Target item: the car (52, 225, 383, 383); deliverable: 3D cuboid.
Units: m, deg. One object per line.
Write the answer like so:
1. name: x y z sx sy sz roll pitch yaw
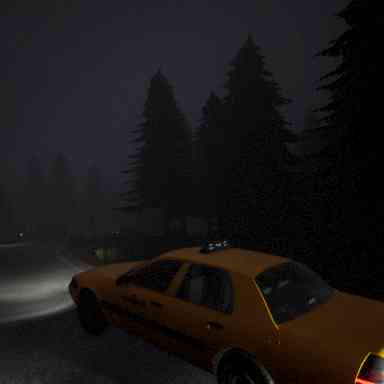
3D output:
1. car: 0.121 1.441 4.753 5.366 1.575 1.801 0 1 43

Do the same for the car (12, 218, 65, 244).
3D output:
1. car: -12.730 3.230 28.197 2.150 2.045 5.566 -4 -7 6

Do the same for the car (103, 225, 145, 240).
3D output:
1. car: -7.437 4.510 36.976 2.033 1.411 5.357 -4 -8 20

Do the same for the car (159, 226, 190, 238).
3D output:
1. car: -2.313 5.543 46.281 1.882 1.535 5.008 -5 -8 30
